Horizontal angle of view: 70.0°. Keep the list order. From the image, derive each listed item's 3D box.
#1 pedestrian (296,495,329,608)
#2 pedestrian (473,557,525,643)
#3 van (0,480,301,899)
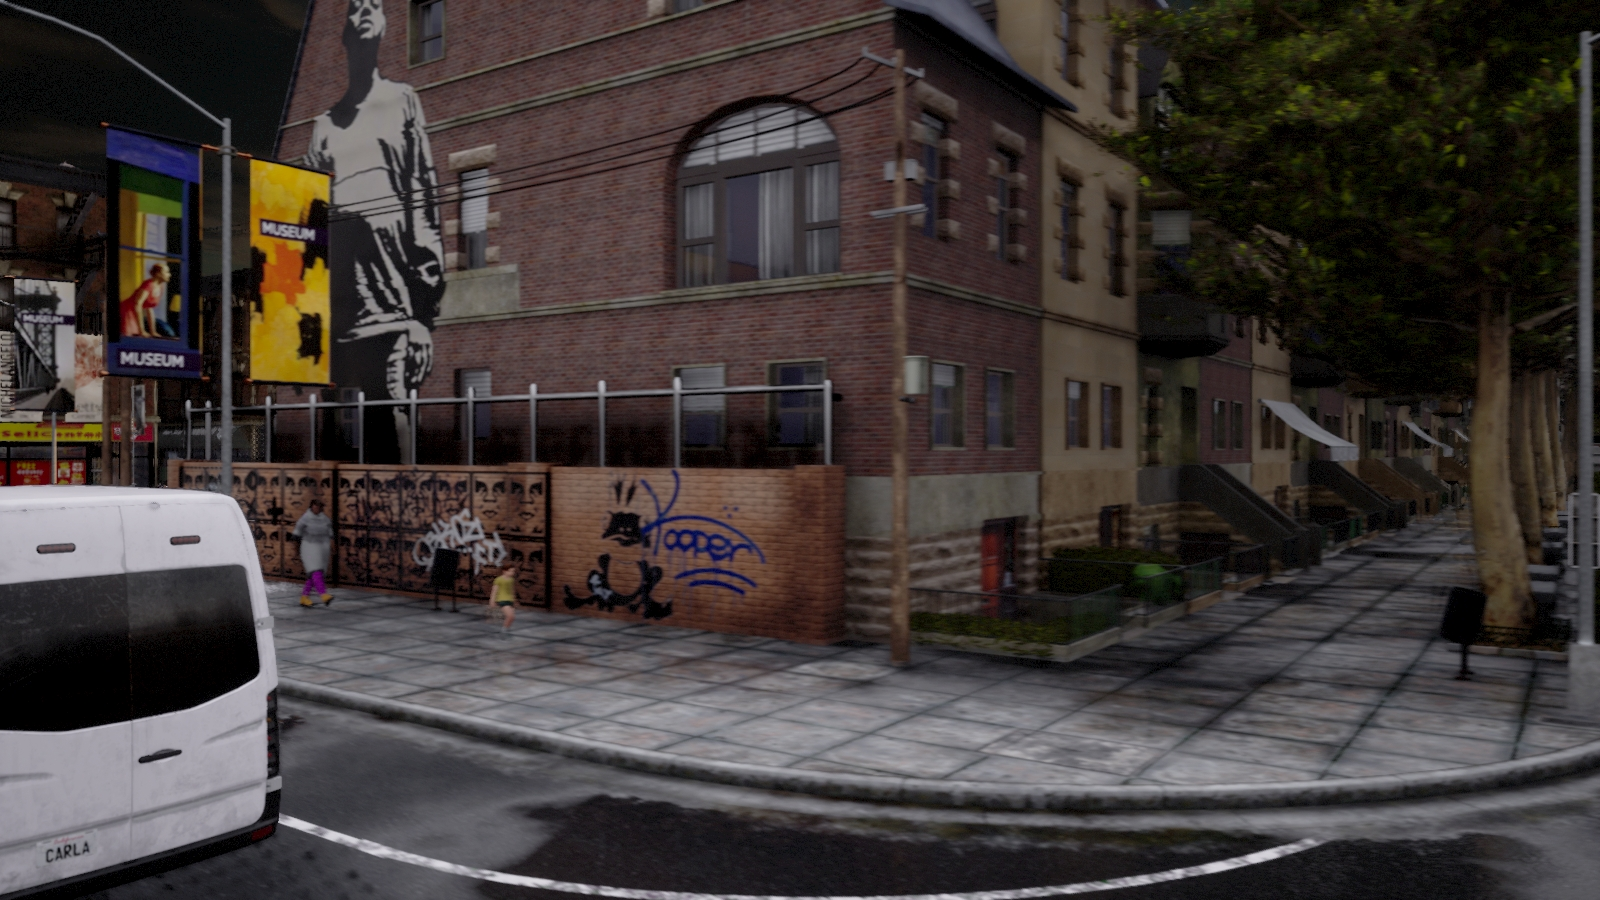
[{"bbox_3d":[-8.217,1.698,19.255,0.375,1.860,0.375,0,0,36],"label":"pedestrian"},{"bbox_3d":[-4.182,2.077,15.906,0.500,1.100,0.500,0,0,23],"label":"pedestrian"},{"bbox_3d":[-6.149,1.535,8.106,5.915,2.561,1.988,0,0,35],"label":"van"}]
